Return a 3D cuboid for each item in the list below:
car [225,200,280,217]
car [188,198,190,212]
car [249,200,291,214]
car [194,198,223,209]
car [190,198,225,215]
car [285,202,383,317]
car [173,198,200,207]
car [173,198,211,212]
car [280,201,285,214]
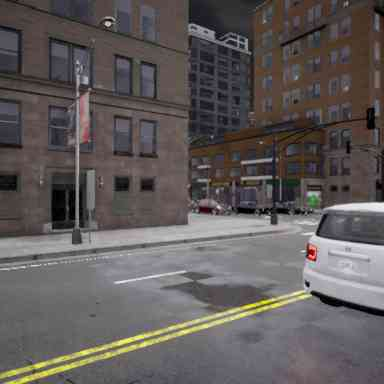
[{"bbox_3d":[5.677,1.591,31.627,1.895,1.301,4.718,0,0,-35],"label":"car"},{"bbox_3d":[-1.097,1.419,36.809,1.967,1.590,4.097,0,0,-35],"label":"car"},{"bbox_3d":[8.637,1.577,36.945,1.947,1.339,4.313,0,0,-35],"label":"car"},{"bbox_3d":[2.270,1.590,45.943,1.802,1.307,4.206,0,0,-35],"label":"car"},{"bbox_3d":[2.086,1.420,32.311,1.967,1.590,4.097,0,0,-35],"label":"car"},{"bbox_3d":[4.603,1.222,6.732,5.566,2.045,2.150,0,0,-36],"label":"car"},{"bbox_3d":[-0.913,1.575,50.441,1.947,1.339,4.313,0,0,-35],"label":"car"},{"bbox_3d":[-0.062,1.479,39.739,2.128,1.511,4.902,0,0,-35],"label":"car"},{"bbox_3d":[8.959,1.602,31.464,1.895,1.301,4.718,0,0,-33],"label":"car"}]
